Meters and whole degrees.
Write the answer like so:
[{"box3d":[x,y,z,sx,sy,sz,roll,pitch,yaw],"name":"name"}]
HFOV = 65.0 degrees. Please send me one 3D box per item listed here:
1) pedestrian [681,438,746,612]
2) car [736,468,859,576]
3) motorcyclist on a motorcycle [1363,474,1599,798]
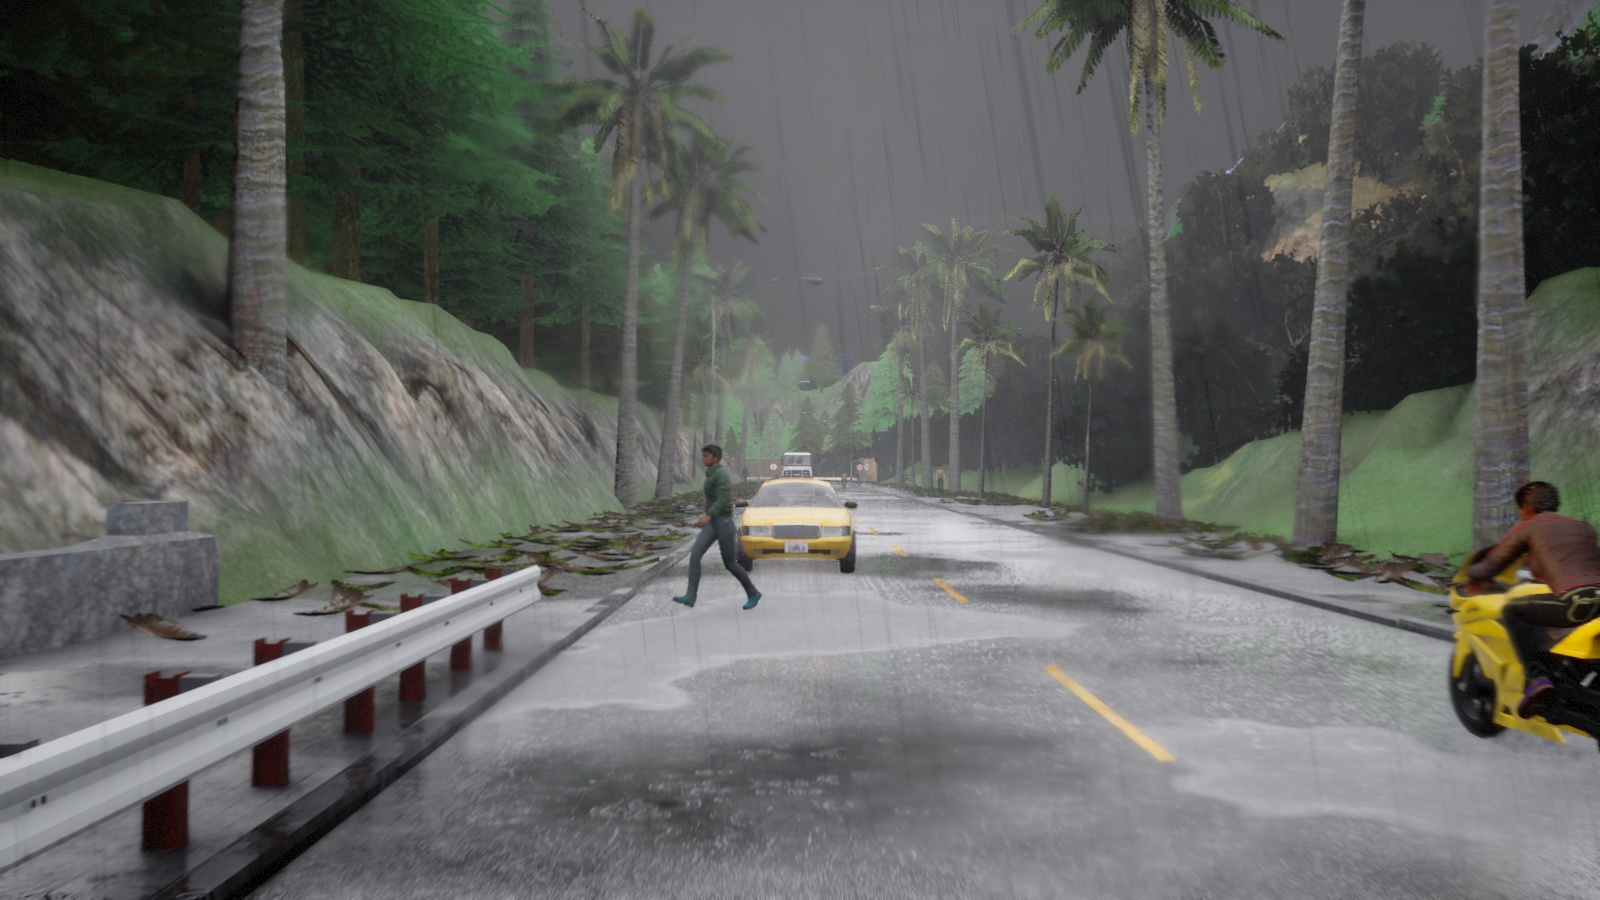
[{"box3d":[-0.940,0.800,13.636,0.614,1.847,0.353,0,-1,-28],"name":"pedestrian"},{"box3d":[-0.048,1.110,21.086,1.801,1.575,5.366,0,-1,0],"name":"car"},{"box3d":[3.986,0.897,6.961,0.797,1.523,2.044,0,-1,0],"name":"motorcyclist on a motorcycle"}]
